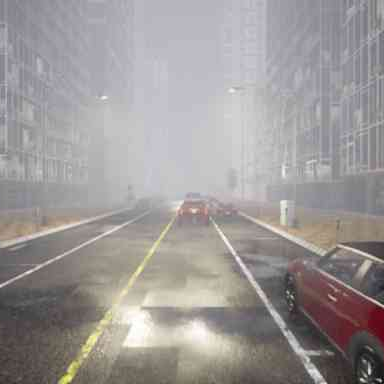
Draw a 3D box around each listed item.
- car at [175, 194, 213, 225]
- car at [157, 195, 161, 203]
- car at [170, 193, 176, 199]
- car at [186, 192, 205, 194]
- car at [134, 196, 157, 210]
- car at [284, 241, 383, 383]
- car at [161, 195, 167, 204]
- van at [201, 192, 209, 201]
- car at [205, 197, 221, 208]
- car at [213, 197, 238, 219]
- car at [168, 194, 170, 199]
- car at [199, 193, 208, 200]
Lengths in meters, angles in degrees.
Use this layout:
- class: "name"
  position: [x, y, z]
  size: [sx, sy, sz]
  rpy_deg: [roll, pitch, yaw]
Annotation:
- class: "car"
  position: [0.127, 1.248, 23.021]
  size: [2.097, 1.767, 4.553]
  rpy_deg: [0, 0, 0]
- class: "car"
  position: [-5.637, 1.364, 44.649]
  size: [1.802, 1.307, 4.206]
  rpy_deg: [0, 0, 0]
- class: "car"
  position: [-5.585, 1.036, 90.018]
  size: [1.752, 1.417, 4.829]
  rpy_deg: [0, 0, 0]
- class: "car"
  position: [0.144, 1.030, 40.039]
  size: [2.150, 2.045, 5.566]
  rpy_deg: [0, 1, 0]
- class: "car"
  position: [-5.644, 1.358, 38.955]
  size: [1.887, 1.381, 4.507]
  rpy_deg: [0, 0, 0]
- class: "car"
  position: [2.697, 1.419, 4.784]
  size: [1.967, 1.590, 4.097]
  rpy_deg: [0, 0, 0]
- class: "car"
  position: [-5.624, 1.263, 56.033]
  size: [1.887, 1.381, 4.507]
  rpy_deg: [0, 0, 0]
- class: "van"
  position: [2.777, 0.959, 73.092]
  size: [1.690, 1.788, 3.998]
  rpy_deg: [0, 0, 0]
- class: "car"
  position: [2.743, 1.348, 44.631]
  size: [1.947, 1.339, 4.313]
  rpy_deg: [0, 0, 0]
- class: "car"
  position: [2.724, 1.418, 27.554]
  size: [1.887, 1.381, 4.507]
  rpy_deg: [0, 0, 0]
- class: "car"
  position: [-5.618, 1.252, 61.726]
  size: [1.947, 1.339, 4.313]
  rpy_deg: [0, 0, 0]
- class: "car"
  position: [2.783, 1.023, 78.783]
  size: [1.967, 1.590, 4.097]
  rpy_deg: [0, 0, 0]
